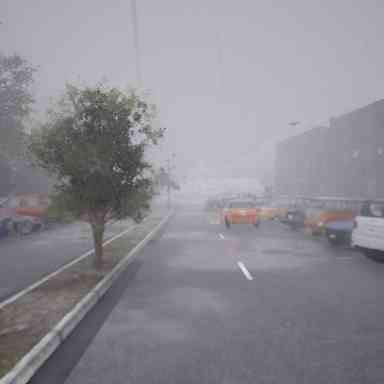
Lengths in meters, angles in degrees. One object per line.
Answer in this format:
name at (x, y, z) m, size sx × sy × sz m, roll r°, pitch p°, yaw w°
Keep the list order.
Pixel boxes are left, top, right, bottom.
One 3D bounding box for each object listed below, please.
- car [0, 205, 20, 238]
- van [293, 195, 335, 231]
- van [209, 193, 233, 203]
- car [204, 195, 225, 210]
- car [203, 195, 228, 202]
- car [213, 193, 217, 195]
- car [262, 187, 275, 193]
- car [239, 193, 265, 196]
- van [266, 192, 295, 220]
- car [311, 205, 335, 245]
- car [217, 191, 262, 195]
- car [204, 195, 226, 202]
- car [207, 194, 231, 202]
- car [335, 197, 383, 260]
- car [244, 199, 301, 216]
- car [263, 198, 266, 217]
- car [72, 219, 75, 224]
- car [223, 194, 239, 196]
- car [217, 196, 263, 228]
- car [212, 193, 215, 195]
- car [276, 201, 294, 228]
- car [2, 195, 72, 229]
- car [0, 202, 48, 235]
car at (-10.461, 1.523, 14.455) m, size 4.792 × 1.488 × 2.163 m, roll -1°, pitch 0°, yaw -20°
van at (7.657, 1.238, 16.623) m, size 4.442 × 1.987 × 1.878 m, roll 1°, pitch 0°, yaw -20°
van at (5.857, 1.175, 67.891) m, size 4.442 × 1.987 × 1.878 m, roll 1°, pitch 0°, yaw -25°
car at (2.740, 1.461, 42.616) m, size 1.837 × 1.490 × 4.892 m, roll 0°, pitch 0°, yaw -2°
car at (5.250, 1.390, 73.879) m, size 5.366 × 1.575 × 1.946 m, roll 1°, pitch 0°, yaw -26°
car at (6.634, 1.453, 58.904) m, size 4.674 × 1.452 × 2.002 m, roll 1°, pitch 0°, yaw -24°
car at (19.943, 0.097, 89.123) m, size 2.002 × 1.452 × 4.674 m, roll -7°, pitch 4°, yaw -30°
car at (7.616, 1.319, 34.756) m, size 4.553 × 1.767 × 2.185 m, roll 1°, pitch 0°, yaw -21°
van at (7.650, 1.232, 22.648) m, size 4.442 × 1.987 × 1.878 m, roll 1°, pitch 0°, yaw -20°
car at (7.764, 1.469, 13.659) m, size 5.008 × 1.535 × 2.097 m, roll 1°, pitch 0°, yaw -20°
car at (7.125, 1.173, 49.840) m, size 5.566 × 2.045 × 2.435 m, roll 1°, pitch 0°, yaw -23°
car at (5.306, 1.427, 76.939) m, size 4.792 × 1.488 × 2.163 m, roll 1°, pitch 0°, yaw -26°
car at (5.728, 1.273, 70.964) m, size 4.553 × 1.767 × 2.185 m, roll 1°, pitch 0°, yaw -25°
car at (7.787, 1.221, 10.667) m, size 5.566 × 2.045 × 2.435 m, roll 1°, pitch 0°, yaw -20°
car at (7.675, 1.449, 31.737) m, size 4.892 × 1.521 × 2.231 m, roll 1°, pitch 0°, yaw -21°
car at (7.915, 1.455, 25.776) m, size 5.366 × 1.575 × 1.946 m, roll 1°, pitch 0°, yaw -20°
car at (-10.280, 1.480, 23.461) m, size 5.366 × 1.575 × 1.946 m, roll -1°, pitch 0°, yaw -20°
car at (7.287, 1.429, 46.837) m, size 5.008 × 1.535 × 2.097 m, roll 1°, pitch 0°, yaw -23°
car at (3.088, 1.329, 22.256) m, size 2.097 × 1.767 × 4.553 m, roll 0°, pitch 0°, yaw 0°
car at (6.420, 1.449, 61.921) m, size 4.674 × 1.452 × 2.002 m, roll 1°, pitch 0°, yaw -24°
car at (7.787, 1.492, 19.692) m, size 4.792 × 1.488 × 2.163 m, roll 1°, pitch 0°, yaw -20°
car at (-10.469, 1.237, 20.407) m, size 5.566 × 2.045 × 2.435 m, roll -1°, pitch 0°, yaw -20°
car at (-10.411, 1.519, 17.459) m, size 4.792 × 1.488 × 2.163 m, roll -1°, pitch 0°, yaw -20°
